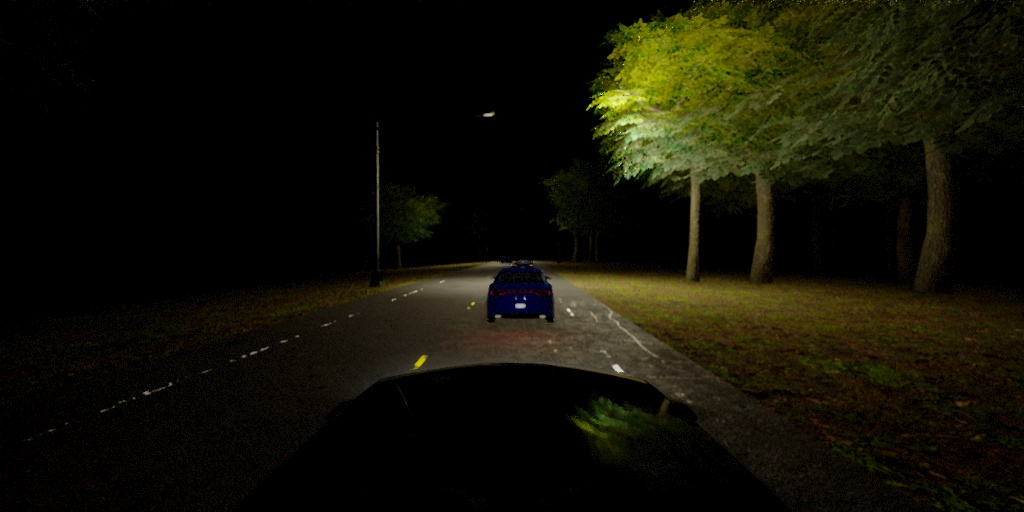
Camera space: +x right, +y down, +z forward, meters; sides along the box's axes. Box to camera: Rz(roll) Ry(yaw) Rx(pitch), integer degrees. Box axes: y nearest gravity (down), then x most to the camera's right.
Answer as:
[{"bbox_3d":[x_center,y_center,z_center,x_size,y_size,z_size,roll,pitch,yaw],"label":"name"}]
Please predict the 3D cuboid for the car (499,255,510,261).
[{"bbox_3d":[-0.968,0.581,59.094,1.882,1.535,5.008,0,1,5],"label":"car"}]

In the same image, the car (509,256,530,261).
[{"bbox_3d":[1.027,0.950,32.108,1.994,1.385,4.181,0,1,3],"label":"car"}]

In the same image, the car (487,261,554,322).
[{"bbox_3d":[0.287,1.106,11.756,1.882,1.535,5.008,0,1,2],"label":"car"}]
